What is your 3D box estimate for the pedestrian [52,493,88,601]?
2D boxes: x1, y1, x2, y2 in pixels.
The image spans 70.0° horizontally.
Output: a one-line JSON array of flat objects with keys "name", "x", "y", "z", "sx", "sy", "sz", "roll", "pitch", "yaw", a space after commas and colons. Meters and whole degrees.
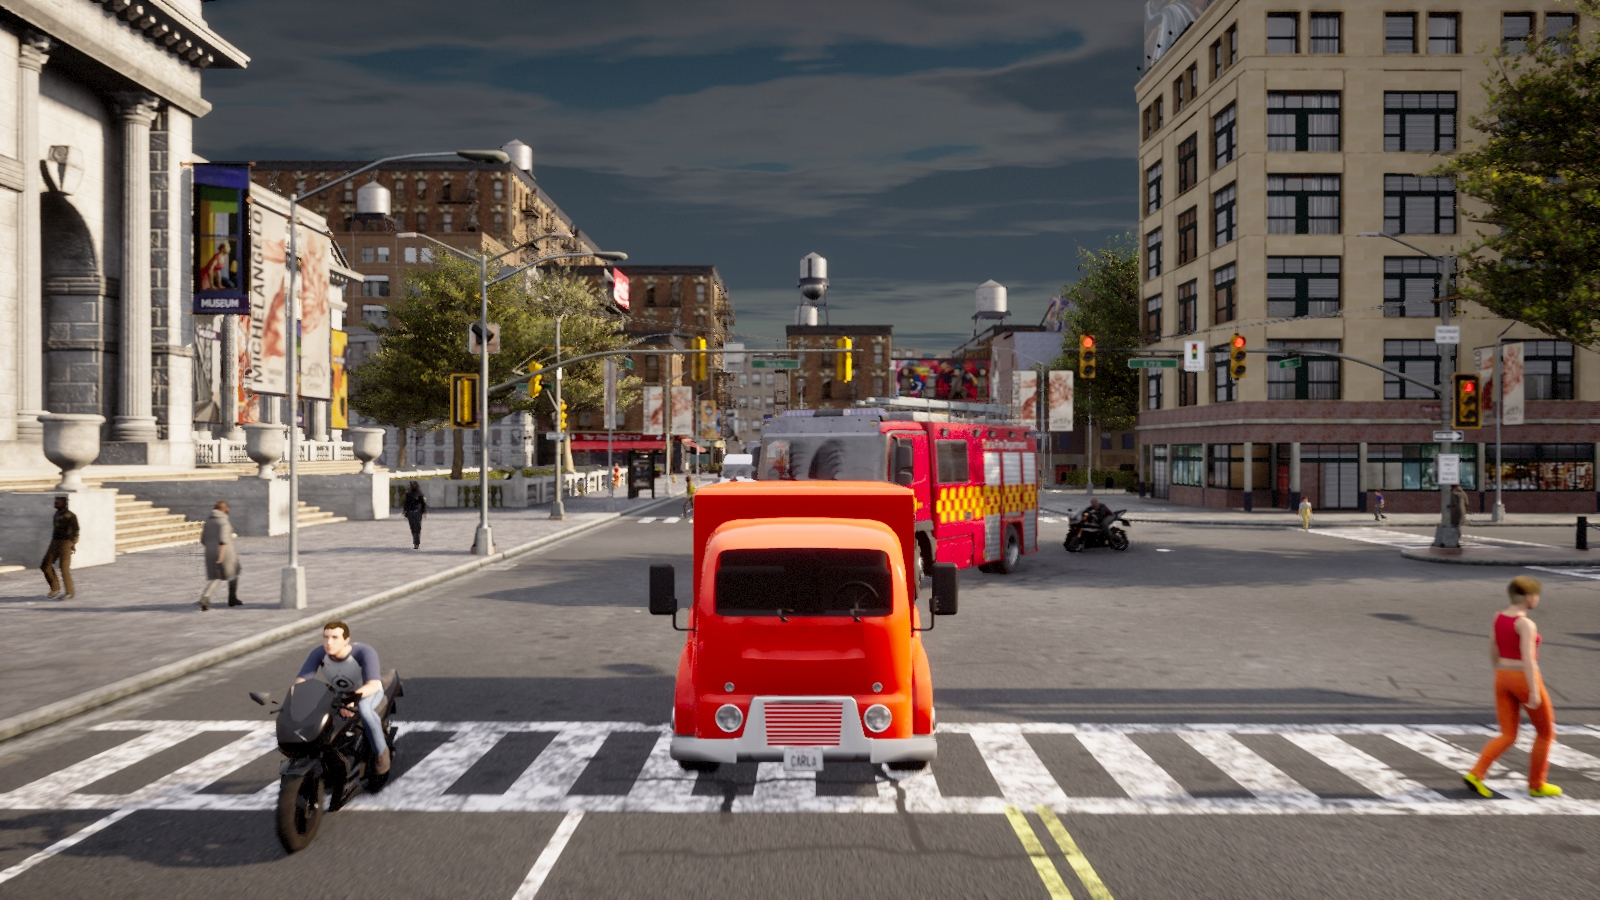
[{"name": "pedestrian", "x": -12.847, "y": 1.696, "z": 20.112, "sx": 0.375, "sy": 1.860, "sz": 0.375, "roll": 0, "pitch": 0, "yaw": 18}]

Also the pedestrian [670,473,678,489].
[{"name": "pedestrian", "x": -8.477, "y": 2.076, "z": 76.796, "sx": 0.500, "sy": 1.100, "sz": 0.500, "roll": 0, "pitch": 0, "yaw": -1}]

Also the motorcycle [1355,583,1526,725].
[{"name": "motorcycle", "x": 6.963, "y": 2.182, "z": 12.538, "sx": 0.856, "sy": 1.236, "sz": 1.805, "roll": 0, "pitch": 0, "yaw": 0}]

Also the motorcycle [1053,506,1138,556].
[{"name": "motorcycle", "x": 8.120, "y": 2.205, "z": 31.370, "sx": 2.209, "sy": 1.251, "sz": 0.867, "roll": 0, "pitch": 1, "yaw": -26}]

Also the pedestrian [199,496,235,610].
[{"name": "pedestrian", "x": -9.675, "y": 1.696, "z": 18.952, "sx": 0.375, "sy": 1.860, "sz": 0.375, "roll": 0, "pitch": 0, "yaw": 18}]

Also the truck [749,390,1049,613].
[{"name": "truck", "x": 2.470, "y": 0.891, "z": 24.054, "sx": 2.891, "sy": 3.827, "sz": 8.468, "roll": 0, "pitch": 0, "yaw": 31}]

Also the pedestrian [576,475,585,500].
[{"name": "pedestrian", "x": -11.695, "y": 1.977, "z": 60.792, "sx": 0.375, "sy": 1.300, "sz": 0.375, "roll": 0, "pitch": 0, "yaw": 6}]

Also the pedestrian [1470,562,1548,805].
[{"name": "pedestrian", "x": 5.674, "y": 1.849, "z": 9.155, "sx": 0.375, "sy": 1.860, "sz": 0.375, "roll": 0, "pitch": 0, "yaw": -6}]

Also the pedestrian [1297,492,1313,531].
[{"name": "pedestrian", "x": 17.517, "y": 2.130, "z": 39.637, "sx": 0.375, "sy": 1.300, "sz": 0.375, "roll": 0, "pitch": 0, "yaw": 0}]

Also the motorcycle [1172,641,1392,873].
[{"name": "motorcycle", "x": 3.491, "y": 2.182, "z": 8.476, "sx": 0.856, "sy": 1.236, "sz": 1.805, "roll": 0, "pitch": 0, "yaw": 0}]

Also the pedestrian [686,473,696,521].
[{"name": "pedestrian", "x": -4.310, "y": 1.849, "z": 45.082, "sx": 0.375, "sy": 1.860, "sz": 0.375, "roll": 0, "pitch": 0, "yaw": -11}]

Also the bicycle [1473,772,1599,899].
[{"name": "bicycle", "x": 3.564, "y": 2.210, "z": 4.836, "sx": 0.329, "sy": 1.171, "sz": 1.835, "roll": 0, "pitch": 0, "yaw": -1}]

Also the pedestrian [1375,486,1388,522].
[{"name": "pedestrian", "x": 21.462, "y": 1.977, "z": 42.178, "sx": 0.375, "sy": 1.300, "sz": 0.375, "roll": 0, "pitch": 0, "yaw": 16}]

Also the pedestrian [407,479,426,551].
[{"name": "pedestrian", "x": -10.028, "y": 1.696, "z": 29.864, "sx": 0.375, "sy": 1.860, "sz": 0.375, "roll": 0, "pitch": 0, "yaw": -3}]

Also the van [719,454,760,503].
[{"name": "van", "x": -3.289, "y": 1.535, "z": 63.229, "sx": 1.988, "sy": 2.561, "sz": 5.915, "roll": 0, "pitch": 0, "yaw": 0}]

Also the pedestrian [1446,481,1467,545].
[{"name": "pedestrian", "x": 19.367, "y": 1.849, "z": 33.694, "sx": 0.375, "sy": 1.860, "sz": 0.375, "roll": 0, "pitch": 0, "yaw": -13}]

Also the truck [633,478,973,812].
[{"name": "truck", "x": 0.033, "y": 1.570, "z": 11.432, "sx": 2.627, "sy": 2.467, "sz": 5.204, "roll": 0, "pitch": 0, "yaw": 0}]

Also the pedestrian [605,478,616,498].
[{"name": "pedestrian", "x": -10.323, "y": 2.076, "z": 62.347, "sx": 0.500, "sy": 1.100, "sz": 0.500, "roll": 0, "pitch": 0, "yaw": 3}]

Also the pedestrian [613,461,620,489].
[{"name": "pedestrian", "x": -12.300, "y": 1.696, "z": 76.622, "sx": 0.375, "sy": 1.860, "sz": 0.375, "roll": 0, "pitch": 0, "yaw": -2}]
